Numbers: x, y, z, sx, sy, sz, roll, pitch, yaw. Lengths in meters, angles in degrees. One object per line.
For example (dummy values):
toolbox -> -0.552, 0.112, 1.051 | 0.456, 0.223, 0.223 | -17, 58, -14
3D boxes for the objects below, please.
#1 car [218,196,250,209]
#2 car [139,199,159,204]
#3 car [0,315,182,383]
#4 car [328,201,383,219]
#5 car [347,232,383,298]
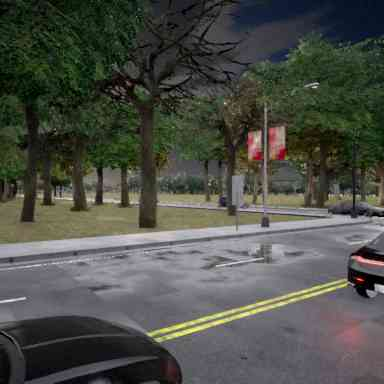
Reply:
car -> 5.452, 1.324, 43.686 | 2.097, 1.767, 4.553 | 0, 0, -35
car -> -8.158, 1.505, 63.004 | 2.033, 1.411, 5.357 | 0, 0, -35
car -> -2.331, 1.478, 1.778 | 5.008, 1.535, 1.882 | 0, 0, -36
car -> 14.895, 1.539, 29.882 | 2.033, 1.411, 5.357 | 0, 0, -29
car -> 5.336, 1.492, 7.242 | 4.902, 1.511, 2.128 | 0, 0, -35
